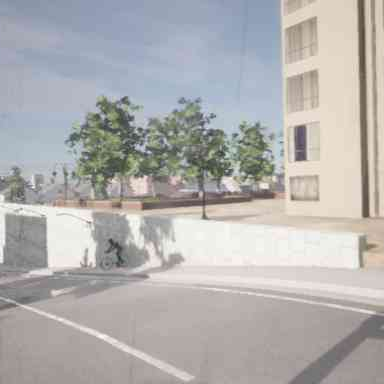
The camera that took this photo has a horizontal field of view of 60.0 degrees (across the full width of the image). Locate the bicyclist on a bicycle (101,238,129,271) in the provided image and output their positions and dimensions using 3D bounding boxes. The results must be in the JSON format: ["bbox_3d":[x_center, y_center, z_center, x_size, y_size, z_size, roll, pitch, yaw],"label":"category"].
[{"bbox_3d":[-4.102,3.277,17.656,1.656,1.620,0.582,-2,-7,-39],"label":"bicyclist on a bicycle"}]
